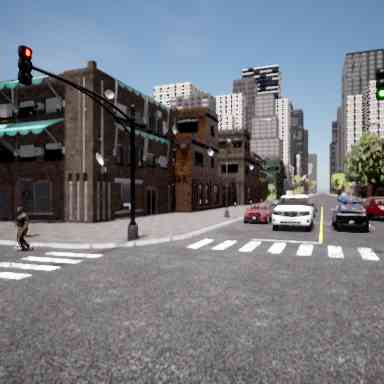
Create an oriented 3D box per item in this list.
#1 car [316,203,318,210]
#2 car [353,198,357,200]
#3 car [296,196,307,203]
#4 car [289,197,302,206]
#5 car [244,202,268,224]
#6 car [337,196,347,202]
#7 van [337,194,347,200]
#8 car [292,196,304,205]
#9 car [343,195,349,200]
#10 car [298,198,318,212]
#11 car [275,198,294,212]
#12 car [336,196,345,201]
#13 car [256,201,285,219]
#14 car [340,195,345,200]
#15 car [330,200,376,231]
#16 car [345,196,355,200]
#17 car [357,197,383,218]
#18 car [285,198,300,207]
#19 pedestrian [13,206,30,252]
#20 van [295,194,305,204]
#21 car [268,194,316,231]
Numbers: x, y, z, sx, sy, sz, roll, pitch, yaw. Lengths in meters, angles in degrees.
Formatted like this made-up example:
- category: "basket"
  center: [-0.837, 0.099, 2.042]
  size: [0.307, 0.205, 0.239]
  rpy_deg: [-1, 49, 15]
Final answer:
- category: "car"
  center: [10.203, 1.557, 30.447]
  size: [1.994, 1.385, 4.181]
  rpy_deg: [0, 0, 22]
- category: "car"
  center: [17.004, 1.561, 32.000]
  size: [1.947, 1.339, 4.313]
  rpy_deg: [0, 0, 22]
- category: "car"
  center: [23.393, 1.574, 71.055]
  size: [2.008, 1.369, 4.403]
  rpy_deg: [0, 0, 22]
- category: "car"
  center: [17.313, 1.586, 55.633]
  size: [1.802, 1.307, 4.206]
  rpy_deg: [0, 0, 22]
- category: "car"
  center: [5.074, 1.536, 24.828]
  size: [1.887, 1.381, 4.507]
  rpy_deg: [0, 0, 22]
- category: "car"
  center: [35.242, 1.623, 78.261]
  size: [1.802, 1.307, 4.206]
  rpy_deg: [0, 0, 22]
- category: "van"
  center: [31.189, 1.366, 67.982]
  size: [1.690, 1.788, 3.998]
  rpy_deg: [0, 0, 22]
- category: "car"
  center: [19.277, 1.535, 60.615]
  size: [1.752, 1.417, 4.829]
  rpy_deg: [0, 0, 22]
- category: "car"
  center: [23.083, 1.553, 47.421]
  size: [2.008, 1.369, 4.403]
  rpy_deg: [0, 0, 22]
- category: "car"
  center: [14.055, 1.543, 40.035]
  size: [2.033, 1.411, 5.357]
  rpy_deg: [0, 0, 22]
- category: "car"
  center: [11.172, 1.520, 40.055]
  size: [1.752, 1.417, 4.829]
  rpy_deg: [0, 0, 22]
- category: "car"
  center: [37.269, 1.615, 83.403]
  size: [1.947, 1.339, 4.313]
  rpy_deg: [0, 0, 22]
- category: "car"
  center: [7.181, 1.557, 29.932]
  size: [1.947, 1.339, 4.313]
  rpy_deg: [0, 0, 22]
- category: "car"
  center: [27.136, 1.594, 57.700]
  size: [1.802, 1.307, 4.206]
  rpy_deg: [0, 0, 22]
- category: "car"
  center: [9.822, 1.484, 20.850]
  size: [2.128, 1.511, 4.902]
  rpy_deg: [0, 0, 22]
- category: "car"
  center: [21.057, 1.565, 42.280]
  size: [1.947, 1.339, 4.313]
  rpy_deg: [0, 0, 22]
- category: "car"
  center: [14.978, 1.309, 26.858]
  size: [2.192, 1.841, 5.009]
  rpy_deg: [0, 0, 22]
- category: "car"
  center: [15.287, 1.582, 50.494]
  size: [1.802, 1.307, 4.206]
  rpy_deg: [0, 0, 22]
- category: "pedestrian"
  center: [-6.745, 1.425, 13.205]
  size: [0.375, 1.860, 0.375]
  rpy_deg: [0, 1, 21]
- category: "van"
  center: [21.367, 1.357, 65.914]
  size: [1.690, 1.788, 3.998]
  rpy_deg: [0, 0, 22]
- category: "car"
  center: [6.499, 1.213, 21.103]
  size: [2.150, 2.045, 5.566]
  rpy_deg: [0, 0, 22]
